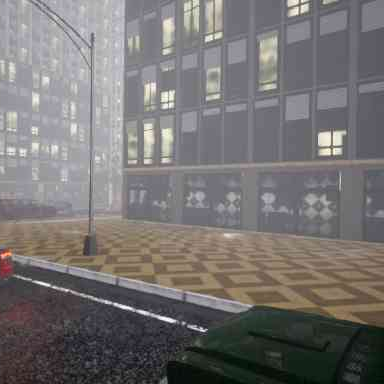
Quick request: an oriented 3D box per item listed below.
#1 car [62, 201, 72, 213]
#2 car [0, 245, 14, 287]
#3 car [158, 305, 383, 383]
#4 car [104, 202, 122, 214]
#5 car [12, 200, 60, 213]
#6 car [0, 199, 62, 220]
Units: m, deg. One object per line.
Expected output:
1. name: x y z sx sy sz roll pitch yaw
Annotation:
1. car: -16.091 1.654 37.963 2.128 1.511 4.902 1 0 36
2. car: -6.076 1.521 7.983 4.674 1.442 1.812 0 0 35
3. car: 2.035 1.601 2.235 4.718 1.301 1.895 0 0 35
4. car: -8.042 1.830 39.153 1.752 1.417 4.829 1 0 36
5. car: -18.338 1.643 39.293 1.752 1.417 4.829 1 0 36
6. car: -14.819 1.519 29.926 2.192 1.841 5.009 1 0 36
